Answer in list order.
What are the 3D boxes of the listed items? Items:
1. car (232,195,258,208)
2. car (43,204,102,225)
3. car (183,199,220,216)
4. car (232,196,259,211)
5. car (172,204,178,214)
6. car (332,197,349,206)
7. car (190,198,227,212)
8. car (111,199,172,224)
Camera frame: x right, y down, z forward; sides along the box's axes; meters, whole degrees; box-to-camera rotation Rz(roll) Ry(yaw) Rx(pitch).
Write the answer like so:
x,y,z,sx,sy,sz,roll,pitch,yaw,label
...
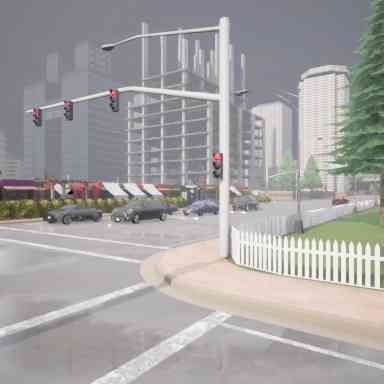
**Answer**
x,y,z,sx,sy,sz,roll,pitch,yaw,label
7.846,1.352,48.796,2.097,1.767,4.553,0,0,34,car
-8.663,1.564,24.438,1.994,1.385,4.181,0,0,34,car
0.994,1.526,32.459,1.812,1.442,4.674,0,0,34,car
6.623,1.505,40.790,1.837,1.490,4.892,0,0,34,car
-3.488,1.547,32.098,2.033,1.411,5.357,0,0,34,car
24.017,1.478,53.697,1.882,1.535,5.008,0,0,34,car
2.150,1.547,40.438,2.033,1.411,5.357,0,0,34,car
-3.951,1.352,25.160,2.097,1.767,4.553,0,0,34,car
